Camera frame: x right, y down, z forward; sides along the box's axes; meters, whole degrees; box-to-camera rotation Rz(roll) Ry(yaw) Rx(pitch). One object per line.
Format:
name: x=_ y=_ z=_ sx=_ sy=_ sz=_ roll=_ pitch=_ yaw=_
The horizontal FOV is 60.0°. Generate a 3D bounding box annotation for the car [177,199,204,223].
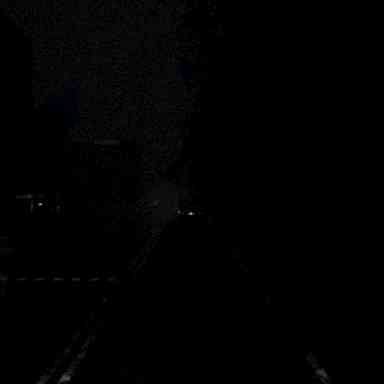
car: x=-0.111 y=1.509 z=24.826 sx=2.033 sy=1.411 sz=5.357 roll=0 pitch=0 yaw=-1

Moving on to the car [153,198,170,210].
car: x=-3.783 y=1.434 z=41.351 sx=1.812 sy=1.442 sz=4.674 roll=0 pitch=0 yaw=-1
